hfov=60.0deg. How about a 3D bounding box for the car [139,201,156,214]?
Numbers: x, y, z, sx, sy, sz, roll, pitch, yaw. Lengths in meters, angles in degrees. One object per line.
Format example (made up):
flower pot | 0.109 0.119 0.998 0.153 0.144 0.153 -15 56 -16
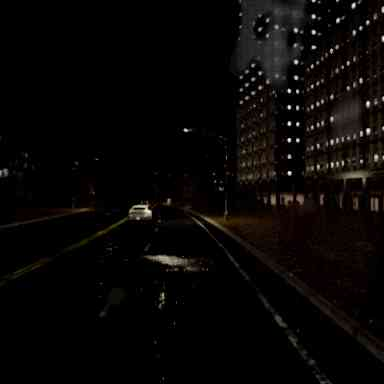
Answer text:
car | -5.844 1.993 43.591 2.033 1.411 5.357 0 -1 -7

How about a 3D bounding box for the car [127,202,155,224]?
car | -4.288 1.813 27.686 1.812 1.442 4.674 0 -1 -4
